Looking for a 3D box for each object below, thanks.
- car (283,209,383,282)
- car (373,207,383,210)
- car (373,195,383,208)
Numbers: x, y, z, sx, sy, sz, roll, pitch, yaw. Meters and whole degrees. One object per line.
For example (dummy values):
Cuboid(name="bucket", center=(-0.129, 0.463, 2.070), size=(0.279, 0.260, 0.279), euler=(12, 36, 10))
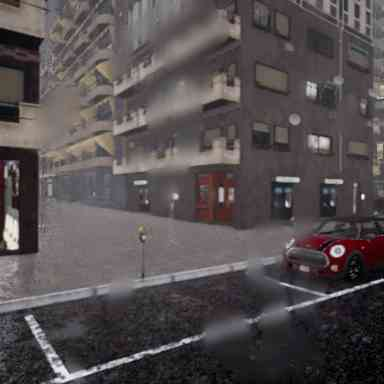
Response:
Cuboid(name="car", center=(4.548, 1.470, 9.781), size=(4.097, 1.590, 1.967), euler=(0, 0, -35))
Cuboid(name="car", center=(9.180, 1.489, 13.072), size=(4.097, 1.590, 1.967), euler=(0, 0, -35))
Cuboid(name="car", center=(18.094, 1.122, 33.969), size=(2.192, 1.841, 5.009), euler=(2, 0, -36))
